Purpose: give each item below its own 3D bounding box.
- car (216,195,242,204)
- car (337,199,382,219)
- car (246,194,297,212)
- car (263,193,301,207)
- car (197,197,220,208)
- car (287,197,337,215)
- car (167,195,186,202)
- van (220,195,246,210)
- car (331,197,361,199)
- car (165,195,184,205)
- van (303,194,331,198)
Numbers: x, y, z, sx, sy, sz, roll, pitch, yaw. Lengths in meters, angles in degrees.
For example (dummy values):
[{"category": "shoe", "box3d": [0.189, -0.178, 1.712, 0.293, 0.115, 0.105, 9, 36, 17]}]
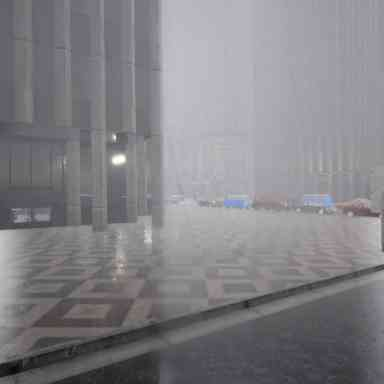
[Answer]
[{"category": "car", "box3d": [6.214, 1.297, 56.431, 1.752, 1.417, 4.829, -1, 1, -36]}, {"category": "car", "box3d": [15.453, 1.567, 28.877, 1.887, 1.381, 4.507, -1, 1, -36]}, {"category": "car", "box3d": [9.016, 1.291, 37.858, 2.192, 1.841, 5.009, -1, 1, -36]}, {"category": "car", "box3d": [12.742, 1.131, 47.305, 2.192, 1.841, 5.009, -1, 1, -36]}, {"category": "car", "box3d": [2.582, 1.372, 46.843, 1.967, 1.590, 4.097, -1, 1, -36]}, {"category": "car", "box3d": [12.235, 1.550, 33.369, 2.008, 1.369, 4.403, -1, 1, -36]}, {"category": "car", "box3d": [-3.334, 1.259, 69.771, 2.008, 1.369, 4.403, -1, 1, -36]}, {"category": "van", "box3d": [5.798, 1.295, 42.351, 1.690, 1.788, 3.998, -1, 1, -36]}, {"category": "car", "box3d": [19.075, 1.386, 38.461, 1.752, 1.417, 4.829, -1, 1, -36]}, {"category": "car", "box3d": [-3.853, 1.440, 55.828, 2.008, 1.369, 4.403, -1, 1, -36]}, {"category": "van", "box3d": [15.958, 1.179, 42.813, 1.690, 1.788, 3.998, -1, 1, -36]}]
